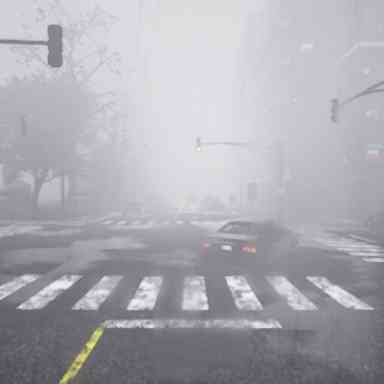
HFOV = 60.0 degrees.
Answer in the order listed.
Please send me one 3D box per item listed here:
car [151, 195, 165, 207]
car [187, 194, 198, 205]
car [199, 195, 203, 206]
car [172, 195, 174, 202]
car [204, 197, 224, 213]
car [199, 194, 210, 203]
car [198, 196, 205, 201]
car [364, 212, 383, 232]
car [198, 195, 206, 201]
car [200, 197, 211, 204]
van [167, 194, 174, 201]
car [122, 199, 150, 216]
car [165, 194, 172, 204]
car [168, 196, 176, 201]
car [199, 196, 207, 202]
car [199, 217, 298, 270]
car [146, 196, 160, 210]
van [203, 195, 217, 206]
[{"bbox_3d":[-5.680,1.407,49.835,2.192,1.841,5.009,0,0,0],"label":"car"},{"bbox_3d":[0.009,1.601,61.659,1.882,1.535,5.008,0,0,0],"label":"car"},{"bbox_3d":[2.701,1.547,55.464,1.967,1.590,4.097,0,0,0],"label":"car"},{"bbox_3d":[-5.677,1.595,72.355,1.967,1.590,4.097,0,0,0],"label":"car"},{"bbox_3d":[2.698,1.610,38.572,1.887,1.381,4.507,0,0,0],"label":"car"},{"bbox_3d":[2.704,1.470,72.354,2.192,1.841,5.009,0,0,0],"label":"car"},{"bbox_3d":[2.706,1.815,94.874,1.802,1.307,4.206,0,0,0],"label":"car"},{"bbox_3d":[13.469,1.629,20.619,5.009,1.841,2.192,1,-1,-1],"label":"car"},{"bbox_3d":[2.705,1.651,89.244,1.967,1.590,4.097,0,0,0],"label":"car"},{"bbox_3d":[2.702,1.683,66.723,1.887,1.381,4.507,0,0,0],"label":"car"},{"bbox_3d":[-5.675,1.553,89.245,1.690,1.788,3.998,0,0,0],"label":"van"},{"bbox_3d":[-5.683,1.620,32.944,1.947,1.339,4.313,0,0,0],"label":"car"},{"bbox_3d":[-5.678,1.579,66.726,1.967,1.590,4.097,0,0,0],"label":"car"},{"bbox_3d":[-5.674,1.784,94.875,2.008,1.369,4.403,0,0,0],"label":"car"},{"bbox_3d":[2.704,1.736,83.614,1.887,1.381,4.507,0,0,0],"label":"car"},{"bbox_3d":[2.149,1.569,11.215,2.033,1.411,5.357,0,0,29],"label":"car"},{"bbox_3d":[-5.681,1.603,44.035,1.752,1.417,4.829,0,0,0],"label":"car"},{"bbox_3d":[2.700,1.419,44.204,1.690,1.788,3.998,0,0,0],"label":"van"}]
